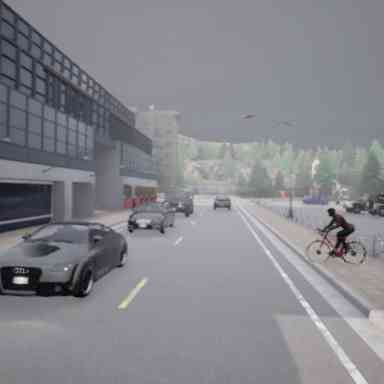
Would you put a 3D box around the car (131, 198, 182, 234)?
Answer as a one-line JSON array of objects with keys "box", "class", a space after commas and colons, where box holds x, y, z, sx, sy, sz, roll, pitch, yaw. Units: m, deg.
[{"box": [-2.077, 1.282, 18.021, 2.128, 1.511, 4.902, 1, 1, 5], "class": "car"}]

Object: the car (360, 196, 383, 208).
[{"box": [25.465, 1.383, 45.717, 3.806, 1.475, 1.970, 1, 1, 5], "class": "car"}]

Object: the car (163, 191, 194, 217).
[{"box": [-1.107, 0.932, 28.355, 2.150, 2.045, 5.566, 1, 1, 5], "class": "car"}]

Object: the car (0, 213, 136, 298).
[{"box": [-2.987, 1.432, 8.128, 1.994, 1.385, 4.181, 1, 1, 5], "class": "car"}]

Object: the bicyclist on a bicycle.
[{"box": [4.109, 1.271, 9.464, 1.656, 1.620, 0.582, 1, 1, 5], "class": "bicyclist on a bicycle"}]

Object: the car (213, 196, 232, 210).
[{"box": [3.394, 1.194, 37.237, 2.128, 1.511, 4.902, 1, 1, 5], "class": "car"}]

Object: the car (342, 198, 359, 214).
[{"box": [16.523, 1.088, 30.863, 4.605, 1.855, 1.932, 1, 1, 5], "class": "car"}]

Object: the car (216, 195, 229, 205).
[{"box": [4.516, 1.207, 49.517, 1.895, 1.301, 4.718, 1, 1, 5], "class": "car"}]

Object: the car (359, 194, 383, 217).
[{"box": [16.670, 1.097, 27.932, 3.866, 1.878, 1.905, 1, 1, 5], "class": "car"}]

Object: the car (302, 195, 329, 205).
[{"box": [18.347, 1.223, 49.359, 3.633, 1.501, 1.845, 1, 1, 5], "class": "car"}]
